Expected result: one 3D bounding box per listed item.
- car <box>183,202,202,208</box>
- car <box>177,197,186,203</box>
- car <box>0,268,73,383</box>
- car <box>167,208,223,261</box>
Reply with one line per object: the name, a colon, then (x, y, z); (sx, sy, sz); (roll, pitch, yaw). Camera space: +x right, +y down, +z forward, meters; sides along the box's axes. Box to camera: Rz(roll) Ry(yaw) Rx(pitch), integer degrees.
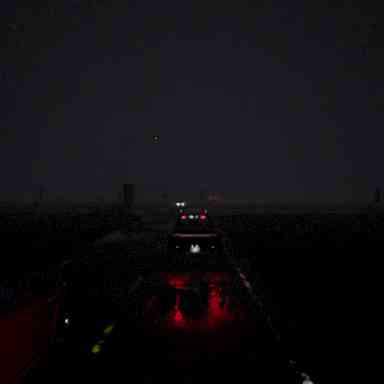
car: (0.097, 1.694, 24.662); (2.033, 1.411, 5.357); (0, 0, 0)
car: (-2.854, 2.076, 83.867); (2.128, 1.511, 4.902); (0, 0, 0)
car: (-2.849, 1.584, 3.532); (1.994, 1.385, 4.181); (0, 0, 0)
car: (0.097, 1.565, 12.586); (2.128, 1.511, 4.902); (0, 0, 0)
